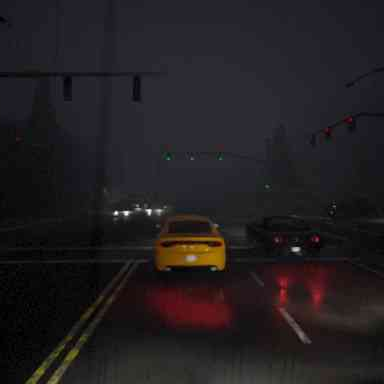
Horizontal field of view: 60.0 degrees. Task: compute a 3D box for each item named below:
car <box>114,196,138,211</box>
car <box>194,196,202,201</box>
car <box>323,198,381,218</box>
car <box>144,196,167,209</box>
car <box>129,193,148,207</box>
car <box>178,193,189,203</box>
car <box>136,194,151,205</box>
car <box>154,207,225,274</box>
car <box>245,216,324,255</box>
[{"bbox_3d":[-8.178,1.538,40.501,1.994,1.385,4.181,0,0,-1],"label":"car"},{"bbox_3d":[1.367,1.540,82.271,1.895,1.301,4.718,0,0,-1],"label":"car"},{"bbox_3d":[14.105,1.330,29.613,4.553,1.767,2.097,0,0,-2],"label":"car"},{"bbox_3d":[-4.760,1.535,43.811,1.994,1.385,4.181,0,0,-1],"label":"car"},{"bbox_3d":[-8.403,1.189,49.821,2.150,2.045,5.566,0,0,-1],"label":"car"},{"bbox_3d":[-1.838,1.178,70.613,2.150,2.045,5.566,0,0,-1],"label":"car"},{"bbox_3d":[-8.597,1.313,59.621,2.097,1.767,4.553,0,0,-1],"label":"car"},{"bbox_3d":[-0.142,1.470,10.615,1.882,1.535,5.008,0,0,-3],"label":"car"},{"bbox_3d":[3.374,1.591,13.158,1.895,1.301,4.718,0,0,-1],"label":"car"}]
